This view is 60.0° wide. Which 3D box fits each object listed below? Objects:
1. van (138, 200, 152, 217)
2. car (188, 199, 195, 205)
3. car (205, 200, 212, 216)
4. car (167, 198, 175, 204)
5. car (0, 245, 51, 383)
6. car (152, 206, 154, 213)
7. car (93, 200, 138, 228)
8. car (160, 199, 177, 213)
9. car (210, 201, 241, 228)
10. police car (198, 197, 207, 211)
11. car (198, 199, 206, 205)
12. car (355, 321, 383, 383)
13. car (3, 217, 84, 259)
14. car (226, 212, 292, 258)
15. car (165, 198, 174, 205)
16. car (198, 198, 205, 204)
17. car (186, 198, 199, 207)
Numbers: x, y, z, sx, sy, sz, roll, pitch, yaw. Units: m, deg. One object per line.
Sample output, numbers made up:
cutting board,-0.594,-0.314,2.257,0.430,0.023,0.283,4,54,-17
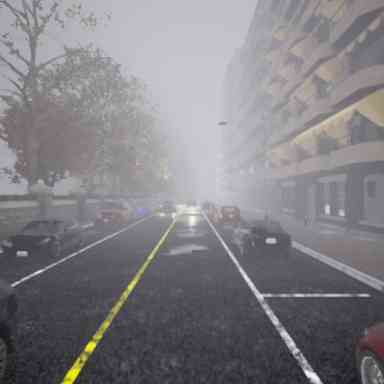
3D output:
van,-5.722,1.757,35.853,1.690,1.788,3.998,0,-1,0
car,-0.076,2.430,84.285,1.837,1.490,4.892,0,-1,0
car,2.658,1.944,36.029,1.752,1.417,4.829,0,-1,0
car,-5.776,2.572,92.149,1.967,1.590,4.097,0,-1,0
car,-3.101,1.518,2.276,2.128,1.511,4.902,0,-1,0
car,-5.728,2.067,41.480,1.802,1.307,4.206,0,-1,0
car,-5.712,1.597,24.594,2.192,1.841,5.009,0,-1,0
car,-3.127,1.873,44.512,2.097,1.767,4.553,0,-1,0
car,2.668,1.722,24.600,1.967,1.590,4.097,0,-1,0
police car,2.321,2.010,49.621,1.930,1.638,5.238,0,-1,0
car,2.610,2.602,86.528,1.887,1.381,4.507,0,-1,0
car,2.689,1.607,2.079,1.802,1.307,4.206,0,-1,0
car,-5.702,1.717,13.332,1.947,1.339,4.313,0,-1,0
car,2.678,1.717,13.340,1.947,1.339,4.313,0,-1,0
car,-5.770,2.497,86.522,1.967,1.590,4.097,0,-1,0
car,2.605,2.572,92.158,1.967,1.590,4.097,0,-1,0
car,-0.063,2.152,68.021,2.097,1.767,4.553,0,-1,0
